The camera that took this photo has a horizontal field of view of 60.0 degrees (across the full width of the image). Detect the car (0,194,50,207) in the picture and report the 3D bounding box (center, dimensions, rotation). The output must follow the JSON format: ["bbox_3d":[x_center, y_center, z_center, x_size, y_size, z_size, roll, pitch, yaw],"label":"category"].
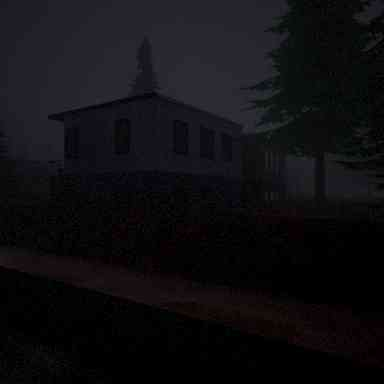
[{"bbox_3d":[-14.710,1.202,29.549,2.150,2.045,5.566,0,0,27],"label":"car"}]
